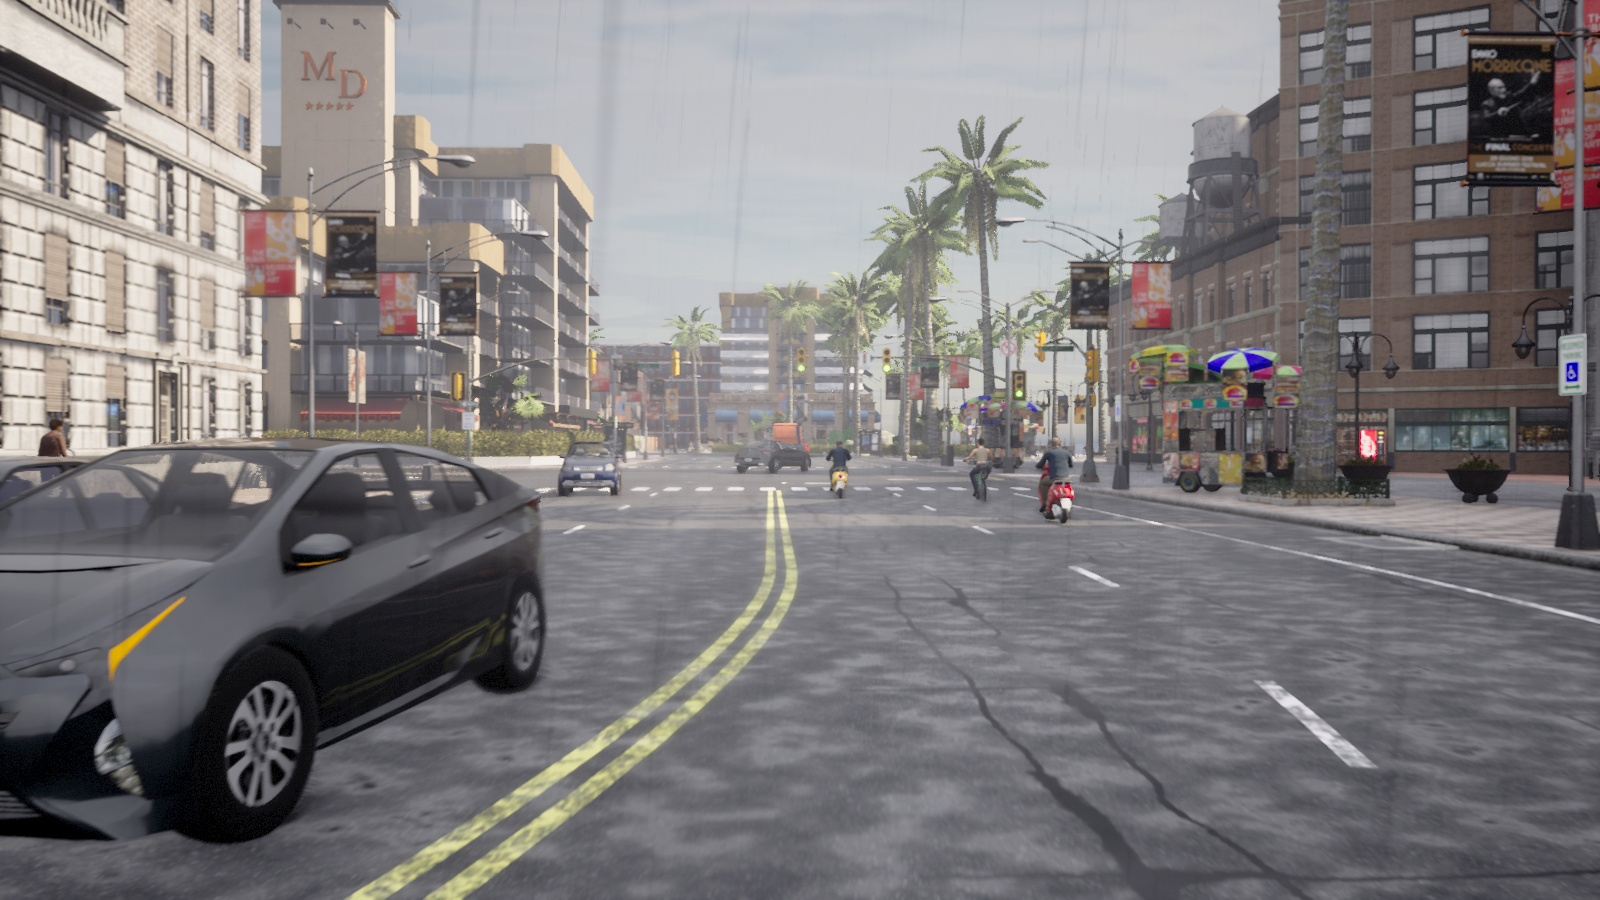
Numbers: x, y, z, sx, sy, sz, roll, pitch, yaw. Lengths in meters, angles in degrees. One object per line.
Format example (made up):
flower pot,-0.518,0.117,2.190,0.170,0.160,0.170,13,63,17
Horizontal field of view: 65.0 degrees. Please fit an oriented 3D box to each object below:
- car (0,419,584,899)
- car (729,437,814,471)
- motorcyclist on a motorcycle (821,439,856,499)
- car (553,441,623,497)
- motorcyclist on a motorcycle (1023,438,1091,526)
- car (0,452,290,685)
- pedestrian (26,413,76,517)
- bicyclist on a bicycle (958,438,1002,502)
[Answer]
car,-2.736,0.655,6.115,2.007,1.525,4.514,0,0,9
car,-1.375,0.163,63.584,2.152,1.651,5.027,0,0,27
motorcyclist on a motorcycle,1.045,0.507,34.347,0.866,1.590,1.817,0,0,-1
car,-6.071,0.511,36.318,1.789,1.549,3.705,0,0,-6
motorcyclist on a motorcycle,4.805,0.573,23.604,0.866,1.590,1.817,0,0,-1
car,-5.856,0.737,8.702,2.033,1.411,5.357,0,0,6
pedestrian,-13.195,0.260,22.137,0.328,1.805,0.869,0,0,4
bicyclist on a bicycle,4.605,0.508,32.202,0.866,1.612,1.509,0,0,-2
